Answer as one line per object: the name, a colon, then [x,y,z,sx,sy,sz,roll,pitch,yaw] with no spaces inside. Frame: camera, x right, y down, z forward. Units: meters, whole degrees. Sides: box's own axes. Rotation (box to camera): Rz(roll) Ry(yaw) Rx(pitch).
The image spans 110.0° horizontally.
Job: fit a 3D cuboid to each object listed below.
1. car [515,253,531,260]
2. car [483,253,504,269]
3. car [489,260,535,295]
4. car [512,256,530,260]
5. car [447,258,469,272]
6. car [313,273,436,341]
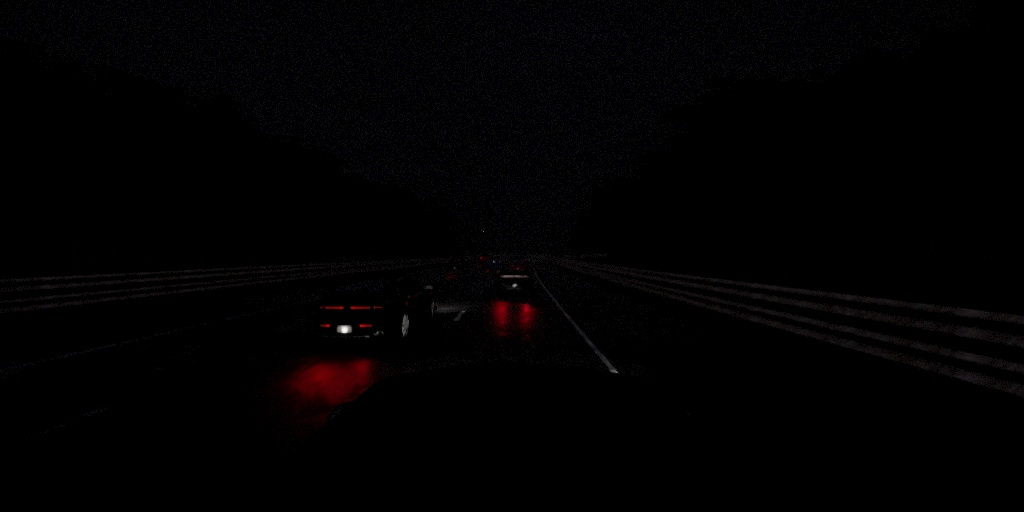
car: [1.331,0.655,52.927,2.150,2.045,5.566,0,0,3]
car: [-2.259,0.807,49.024,2.097,1.767,4.553,0,0,3]
car: [0.159,1.147,18.917,2.128,1.511,4.902,0,0,1]
car: [0.639,1.023,36.962,1.882,1.535,5.008,0,0,2]
car: [-6.123,1.010,41.156,1.837,1.490,4.892,0,1,2]
car: [-3.367,1.208,9.670,1.837,1.490,4.892,0,1,0]
